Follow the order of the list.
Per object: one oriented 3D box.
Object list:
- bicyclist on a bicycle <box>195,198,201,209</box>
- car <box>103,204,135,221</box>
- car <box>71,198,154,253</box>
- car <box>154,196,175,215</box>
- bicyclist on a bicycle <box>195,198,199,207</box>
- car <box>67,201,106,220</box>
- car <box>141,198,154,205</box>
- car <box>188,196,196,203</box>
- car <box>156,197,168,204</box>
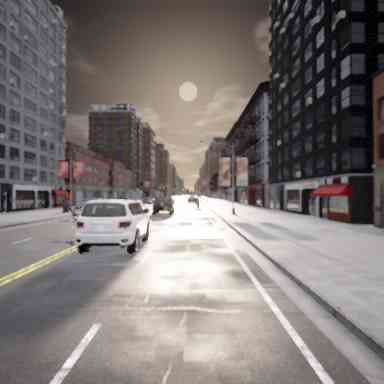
[{"bbox_3d":[0.892,1.744,49.903,0.866,1.612,1.509,0,-1,0],"label":"bicyclist on a bicycle"},{"bbox_3d":[-6.593,1.787,30.409,1.895,1.301,4.718,0,0,0],"label":"car"},{"bbox_3d":[-3.149,1.310,14.170,2.150,2.045,5.566,0,0,0],"label":"car"},{"bbox_3d":[-3.147,1.454,37.723,2.150,2.045,5.566,0,0,0],"label":"car"},{"bbox_3d":[0.898,1.814,58.885,0.582,1.620,1.656,0,-1,0],"label":"bicyclist on a bicycle"},{"bbox_3d":[-9.839,1.685,31.469,2.128,1.511,4.902,0,0,0],"label":"car"},{"bbox_3d":[-9.747,1.979,72.877,2.033,1.411,5.357,0,0,0],"label":"car"},{"bbox_3d":[0.004,1.851,83.498,2.097,1.767,4.553,0,0,0],"label":"car"},{"bbox_3d":[-6.496,1.857,71.687,2.128,1.511,4.902,0,0,0],"label":"car"}]
